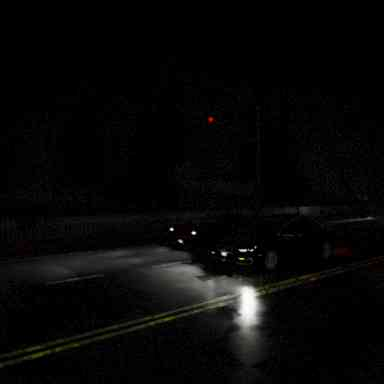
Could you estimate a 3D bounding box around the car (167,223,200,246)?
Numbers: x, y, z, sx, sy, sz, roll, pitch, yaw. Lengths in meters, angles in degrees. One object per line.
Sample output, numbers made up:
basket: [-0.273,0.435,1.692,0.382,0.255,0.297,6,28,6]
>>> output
car: [1.316,1.597,14.144,4.718,1.301,1.895,0,0,-38]

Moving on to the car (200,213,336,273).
car: [2.820,1.513,10.879,4.892,1.490,1.837,0,0,-38]
